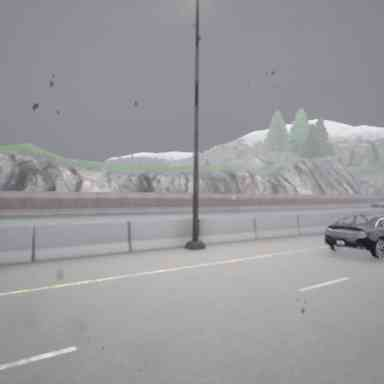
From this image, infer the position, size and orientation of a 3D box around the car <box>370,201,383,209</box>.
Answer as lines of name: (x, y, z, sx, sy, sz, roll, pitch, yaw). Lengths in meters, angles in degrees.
car: (33.014, 2.223, 58.423, 4.181, 1.385, 1.994, 1, 0, -41)

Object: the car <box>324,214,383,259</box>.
car: (7.338, 1.642, 13.372, 4.902, 1.511, 2.128, 1, 0, -35)
